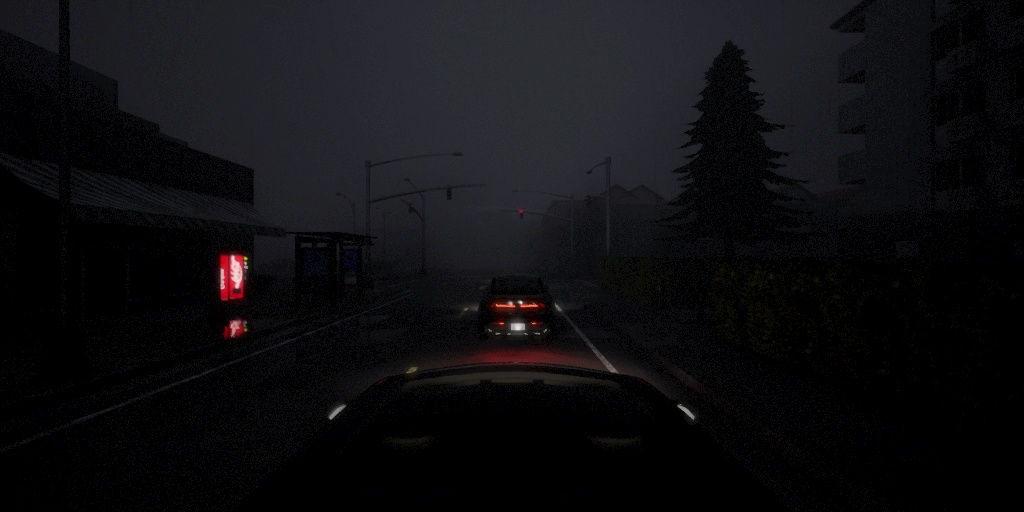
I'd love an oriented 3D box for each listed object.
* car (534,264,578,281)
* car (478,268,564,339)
[{"bbox_3d":[2.895,1.388,30.579,5.357,1.411,2.033,1,1,0],"label":"car"},{"bbox_3d":[0.118,1.255,10.038,1.837,1.490,4.892,0,0,0],"label":"car"}]
